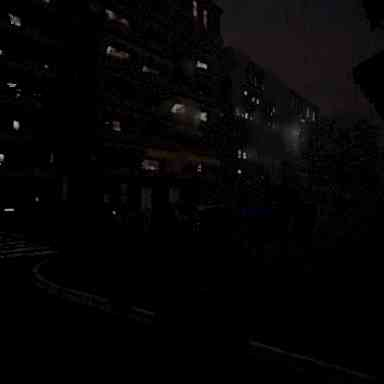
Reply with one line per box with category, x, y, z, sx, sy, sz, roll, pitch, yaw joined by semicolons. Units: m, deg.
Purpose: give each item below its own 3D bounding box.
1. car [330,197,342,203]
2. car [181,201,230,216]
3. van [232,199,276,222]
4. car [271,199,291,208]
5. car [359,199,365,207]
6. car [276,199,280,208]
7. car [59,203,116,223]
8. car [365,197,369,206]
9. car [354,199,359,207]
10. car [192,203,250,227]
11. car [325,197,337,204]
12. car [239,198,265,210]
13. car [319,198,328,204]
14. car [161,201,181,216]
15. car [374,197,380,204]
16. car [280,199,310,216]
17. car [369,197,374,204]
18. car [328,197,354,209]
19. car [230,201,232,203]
car;37.955;2.147;87.474;1.752;1.417;4.829;1;0;36
car;1.444;1.633;33.394;1.882;1.535;5.008;1;0;36
van;5.493;1.604;29.132;1.690;1.788;3.998;1;0;36
car;15.122;1.902;56.397;1.802;1.307;4.206;1;0;36
car;31.700;2.059;64.806;1.967;1.590;4.097;1;0;36
car;13.886;1.851;50.168;1.837;1.490;4.892;1;0;36
car;-7.810;1.554;25.182;2.008;1.369;4.403;1;0;36
car;34.975;2.207;69.265;1.887;1.381;4.507;1;0;36
car;28.422;2.157;60.347;1.802;1.307;4.206;1;0;36
car;2.214;1.783;24.673;1.947;1.339;4.313;1;0;36
car;34.781;2.020;83.152;1.967;1.590;4.097;1;0;36
car;8.572;1.671;47.478;1.967;1.590;4.097;1;0;36
car;31.503;2.103;78.692;1.947;1.339;4.313;1;0;36
car;-1.257;1.640;34.100;1.887;1.381;4.507;1;0;36
car;44.807;2.105;82.643;2.192;1.841;5.009;1;0;36
car;12.044;1.793;38.051;1.967;1.590;4.097;1;0;36
car;38.251;2.256;73.725;2.008;1.369;4.403;1;0;36
car;25.150;1.846;55.888;2.192;1.841;5.009;1;0;36
car;5.294;1.768;43.019;1.802;1.307;4.206;1;0;36
